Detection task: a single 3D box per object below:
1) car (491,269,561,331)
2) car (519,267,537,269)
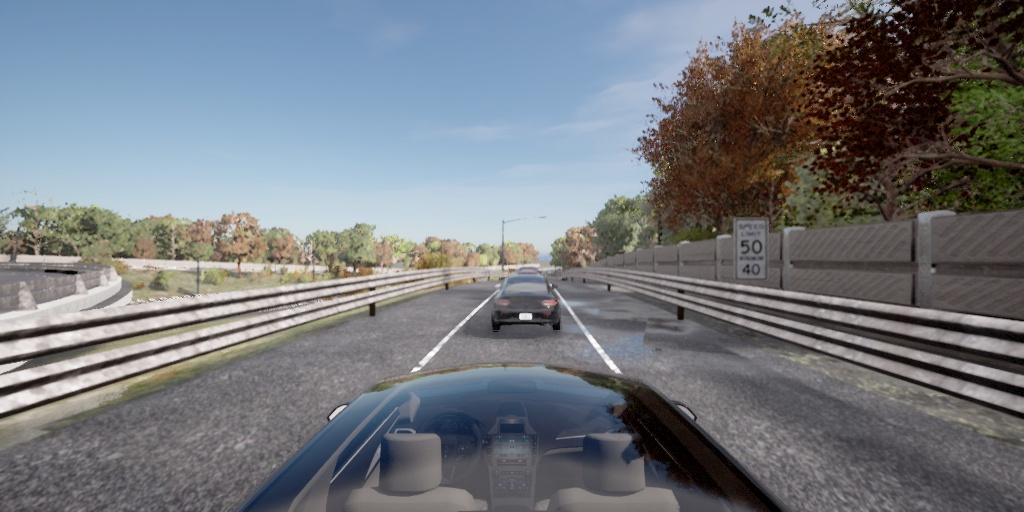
[{"bbox_3d":[0.439,1.289,10.916,1.812,1.442,4.674,0,0,3],"label":"car"},{"bbox_3d":[1.101,1.484,25.332,1.812,1.442,4.674,0,-1,3],"label":"car"}]
